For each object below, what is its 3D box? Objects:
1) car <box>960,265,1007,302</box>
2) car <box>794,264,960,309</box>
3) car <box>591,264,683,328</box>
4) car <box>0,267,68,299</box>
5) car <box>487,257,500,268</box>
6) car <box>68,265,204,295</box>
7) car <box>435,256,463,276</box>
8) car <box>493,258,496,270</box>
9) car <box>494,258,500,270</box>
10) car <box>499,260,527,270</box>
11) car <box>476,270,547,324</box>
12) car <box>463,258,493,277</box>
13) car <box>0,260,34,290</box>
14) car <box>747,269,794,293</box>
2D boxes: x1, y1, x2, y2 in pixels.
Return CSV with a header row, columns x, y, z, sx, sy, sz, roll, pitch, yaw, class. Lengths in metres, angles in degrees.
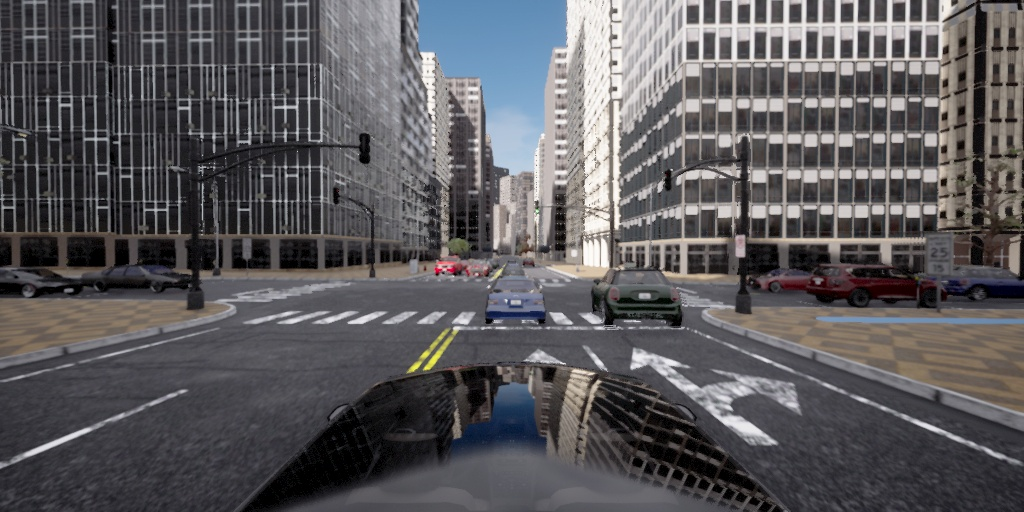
x,y,z,sx,sy,sz,roll,pitch,yaw,class
24.603,1.377,18.604,4.553,1.767,2.097,1,1,1,car
16.191,1.303,16.158,5.009,1.841,2.192,0,0,1,car
3.832,1.148,11.753,2.097,1.767,4.553,0,-1,7,car
-22.734,1.208,16.680,4.313,1.339,1.948,0,0,1,car
-3.261,1.154,64.768,2.097,1.767,4.553,0,0,0,car
-19.913,1.176,19.332,5.357,1.411,2.033,1,1,1,car
-6.596,1.008,37.801,2.150,2.045,5.566,0,0,0,car
-3.339,1.317,44.492,1.812,1.442,4.674,0,0,0,car
-3.266,1.149,54.597,2.097,1.767,4.553,0,0,0,car
0.100,1.349,32.605,1.994,1.385,4.181,0,0,0,car
0.104,1.348,12.103,2.033,1.411,5.357,0,-1,0,car
-3.320,1.137,35.648,2.097,1.767,4.553,0,0,-1,car
-29.773,1.017,19.533,5.008,1.535,1.882,1,1,1,car
16.708,1.474,21.914,4.181,1.385,1.994,1,1,2,car
